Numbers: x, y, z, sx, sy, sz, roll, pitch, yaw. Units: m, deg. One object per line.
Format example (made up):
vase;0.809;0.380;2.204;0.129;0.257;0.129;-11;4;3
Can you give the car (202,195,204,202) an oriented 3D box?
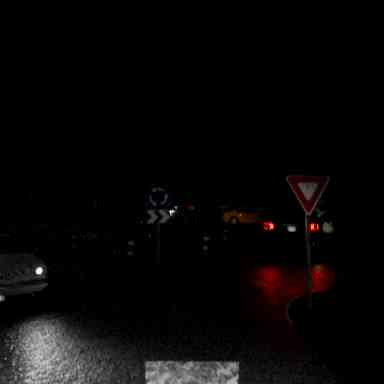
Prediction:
car;4.925;1.648;61.017;5.008;1.535;2.097;0;0;0

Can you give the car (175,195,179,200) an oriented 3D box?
car;-3.615;1.042;63.415;2.150;2.045;5.566;0;0;0

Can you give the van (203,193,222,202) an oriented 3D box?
van;5.088;1.367;83.303;4.442;1.987;1.878;0;0;0

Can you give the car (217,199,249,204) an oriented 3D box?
car;4.880;1.802;30.680;4.553;1.767;2.185;0;1;0

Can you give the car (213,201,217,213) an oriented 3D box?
car;4.826;1.928;33.327;4.792;1.488;2.163;0;1;0

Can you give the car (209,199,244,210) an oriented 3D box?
car;4.859;1.773;47.175;4.792;1.488;2.163;0;1;0

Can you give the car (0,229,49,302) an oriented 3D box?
car;-4.804;1.584;7.591;1.895;1.301;4.718;1;-1;-38

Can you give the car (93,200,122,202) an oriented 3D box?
car;-8.219;1.898;33.364;5.008;1.535;2.097;0;1;0

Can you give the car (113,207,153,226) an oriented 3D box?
car;-4.005;2.001;24.813;1.837;1.490;4.892;0;0;5

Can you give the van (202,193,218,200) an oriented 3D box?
van;5.114;1.340;94.383;4.442;1.987;1.878;0;0;0

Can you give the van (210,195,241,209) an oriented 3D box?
van;5.011;1.488;50.066;4.442;1.987;1.878;0;1;0

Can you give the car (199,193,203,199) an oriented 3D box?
car;4.917;1.369;72.096;5.566;2.045;2.435;0;0;0

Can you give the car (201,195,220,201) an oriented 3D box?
car;4.978;1.580;88.719;5.008;1.535;2.097;0;0;0

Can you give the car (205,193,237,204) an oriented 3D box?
car;4.909;1.523;44.403;5.566;2.045;2.435;0;1;0

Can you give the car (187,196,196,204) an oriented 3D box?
car;-0.101;1.629;69.265;1.882;1.535;5.008;0;0;0

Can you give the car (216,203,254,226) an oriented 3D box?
car;4.837;1.959;27.910;5.008;1.535;2.097;0;1;0

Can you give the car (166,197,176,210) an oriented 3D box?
car;-3.744;1.763;47.596;1.837;1.490;4.892;0;1;0

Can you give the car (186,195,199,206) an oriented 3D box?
car;-0.071;1.680;59.115;1.837;1.490;4.892;0;0;1

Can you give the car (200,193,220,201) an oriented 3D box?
car;4.962;1.321;91.613;5.566;2.045;2.435;0;0;0

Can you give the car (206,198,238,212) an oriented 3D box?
car;4.682;1.833;38.867;5.366;1.575;1.946;0;1;0

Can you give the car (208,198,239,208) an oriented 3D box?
car;4.929;1.718;52.840;4.792;1.488;2.163;0;1;0

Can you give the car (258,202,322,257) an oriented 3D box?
car;4.132;1.451;14.245;2.150;2.045;5.566;0;-1;14

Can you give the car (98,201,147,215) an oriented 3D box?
car;-8.026;1.833;38.915;5.366;1.575;1.946;0;1;0

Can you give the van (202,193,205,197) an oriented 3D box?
van;4.816;1.409;66.557;4.442;1.987;1.878;0;0;0

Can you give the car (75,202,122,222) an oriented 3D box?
car;-8.261;1.959;30.588;4.792;1.488;2.163;0;1;0

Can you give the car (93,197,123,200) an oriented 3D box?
car;-8.190;1.616;36.137;5.566;2.045;2.435;0;1;0

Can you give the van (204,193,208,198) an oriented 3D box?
van;4.805;1.432;58.230;4.442;1.987;1.878;0;0;0

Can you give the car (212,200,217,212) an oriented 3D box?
car;4.859;1.907;36.097;4.674;1.452;2.002;0;1;0

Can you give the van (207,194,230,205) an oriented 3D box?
van;5.042;1.415;63.786;4.442;1.987;1.878;0;0;0
